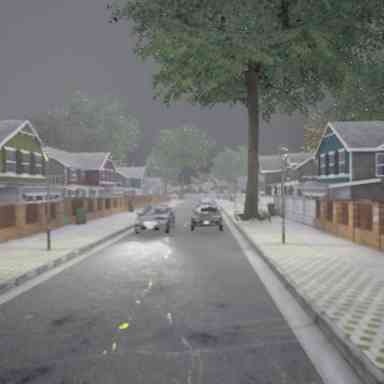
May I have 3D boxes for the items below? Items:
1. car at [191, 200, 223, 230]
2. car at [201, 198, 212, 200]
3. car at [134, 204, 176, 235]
[{"bbox_3d":[0.904,1.460,20.240,1.812,1.442,4.674,-1,0,3],"label":"car"},{"bbox_3d":[1.717,1.418,38.958,1.812,1.442,4.674,-1,0,3],"label":"car"},{"bbox_3d":[-1.969,1.462,18.825,2.128,1.511,4.902,-1,0,2],"label":"car"}]
